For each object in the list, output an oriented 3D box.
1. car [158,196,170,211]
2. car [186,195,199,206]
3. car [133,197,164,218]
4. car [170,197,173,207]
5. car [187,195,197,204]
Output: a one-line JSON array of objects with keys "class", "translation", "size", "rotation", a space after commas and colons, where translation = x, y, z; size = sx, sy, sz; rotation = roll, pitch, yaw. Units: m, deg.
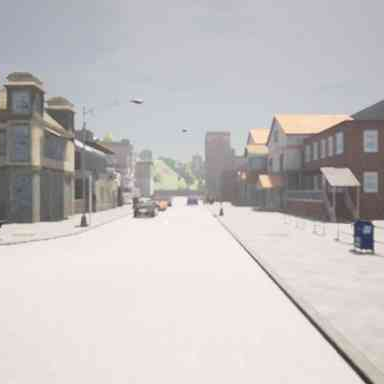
[{"class": "car", "translation": [-4.077, 1.326, 39.344], "size": [2.097, 1.767, 4.553], "rotation": [0, 0, 0]}, {"class": "car", "translation": [0.085, 1.442, 55.449], "size": [1.882, 1.535, 5.008], "rotation": [0, 0, 0]}, {"class": "car", "translation": [-4.103, 1.472, 30.245], "size": [2.128, 1.511, 4.902], "rotation": [0, 0, 0]}, {"class": "car", "translation": [-4.014, 1.320, 49.407], "size": [2.097, 1.767, 4.553], "rotation": [0, 0, 0]}, {"class": "car", "translation": [-0.019, 1.462, 65.536], "size": [1.837, 1.490, 4.892], "rotation": [0, 0, 0]}]
